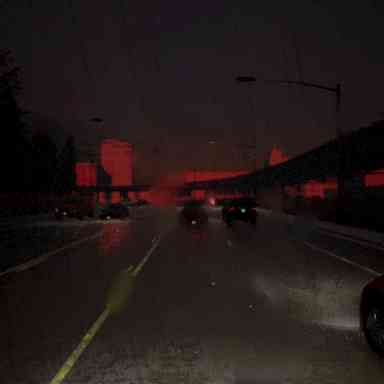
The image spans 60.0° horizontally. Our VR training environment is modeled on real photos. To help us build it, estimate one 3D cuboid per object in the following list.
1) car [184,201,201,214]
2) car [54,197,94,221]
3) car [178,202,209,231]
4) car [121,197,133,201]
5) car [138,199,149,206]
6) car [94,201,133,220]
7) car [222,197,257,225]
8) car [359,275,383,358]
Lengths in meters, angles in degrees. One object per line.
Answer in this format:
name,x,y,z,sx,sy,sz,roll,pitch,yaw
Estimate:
car,0.090,1.903,41.604,1.994,1.385,4.181,0,-1,0
car,-10.599,1.471,30.487,2.150,2.045,5.566,0,-1,0
car,0.099,1.658,22.001,1.882,1.535,5.008,0,0,0
car,-14.008,2.062,71.683,2.150,2.045,5.566,0,-2,-15
car,-10.565,2.201,72.353,2.097,1.767,4.553,0,-2,-15
car,-7.101,1.801,30.963,2.033,1.411,5.357,0,0,0
car,3.599,1.434,26.004,2.150,2.045,5.566,0,0,0
car,3.600,1.379,3.233,2.097,1.767,4.553,0,0,0
